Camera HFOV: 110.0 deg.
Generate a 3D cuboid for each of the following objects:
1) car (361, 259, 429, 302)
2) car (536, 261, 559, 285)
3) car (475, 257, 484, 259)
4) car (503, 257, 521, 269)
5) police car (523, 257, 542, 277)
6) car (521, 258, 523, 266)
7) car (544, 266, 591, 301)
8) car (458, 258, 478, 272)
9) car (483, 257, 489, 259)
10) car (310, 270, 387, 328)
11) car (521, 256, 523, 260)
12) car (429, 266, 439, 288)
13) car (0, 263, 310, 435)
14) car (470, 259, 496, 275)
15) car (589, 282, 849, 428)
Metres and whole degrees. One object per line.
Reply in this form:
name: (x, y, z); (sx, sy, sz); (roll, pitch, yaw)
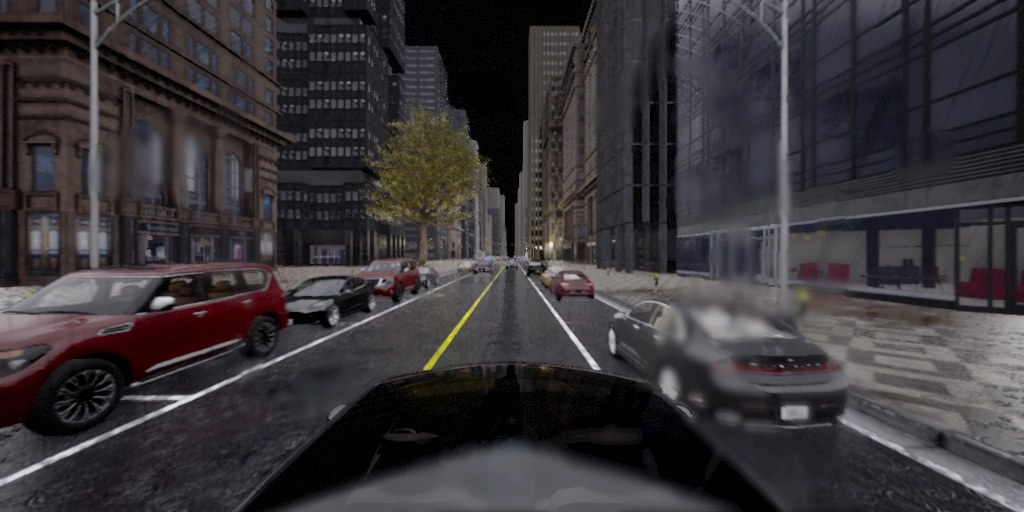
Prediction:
car: (-5.762, 1.055, 17.029); (2.192, 1.841, 5.009); (0, 0, 0)
car: (2.764, 1.261, 22.884); (1.751, 1.417, 4.829); (0, 0, 0)
car: (-5.759, 1.308, 56.771); (1.802, 1.307, 4.207); (0, 0, 0)
car: (0.003, 1.274, 55.033); (2.033, 1.411, 5.357); (0, 0, 1)
police car: (2.368, 1.155, 35.234); (1.930, 1.638, 5.238); (0, 0, 0)
car: (2.766, 1.277, 51.101); (2.007, 1.370, 4.403); (0, 0, 0)
car: (2.763, 1.321, 17.036); (1.802, 1.307, 4.207); (0, 0, 0)
car: (-5.760, 1.254, 45.246); (1.751, 1.417, 4.829); (0, 0, 0)
car: (-5.758, 1.040, 62.448); (2.192, 1.841, 5.009); (0, 0, 0)
car: (-5.762, 1.310, 11.352); (1.948, 1.339, 4.313); (0, 0, 0)
car: (2.766, 1.165, 56.778); (1.967, 1.591, 4.097); (0, 0, 0)
car: (-5.762, 1.287, 22.707); (2.007, 1.370, 4.403); (0, 0, 0)
car: (-5.763, 1.063, 5.675); (2.192, 1.841, 5.009); (0, 0, 0)
car: (-3.085, 1.294, 38.880); (1.994, 1.385, 4.181); (0, 0, 0)
car: (2.762, 1.297, 5.681); (2.007, 1.370, 4.403); (0, 0, 0)
